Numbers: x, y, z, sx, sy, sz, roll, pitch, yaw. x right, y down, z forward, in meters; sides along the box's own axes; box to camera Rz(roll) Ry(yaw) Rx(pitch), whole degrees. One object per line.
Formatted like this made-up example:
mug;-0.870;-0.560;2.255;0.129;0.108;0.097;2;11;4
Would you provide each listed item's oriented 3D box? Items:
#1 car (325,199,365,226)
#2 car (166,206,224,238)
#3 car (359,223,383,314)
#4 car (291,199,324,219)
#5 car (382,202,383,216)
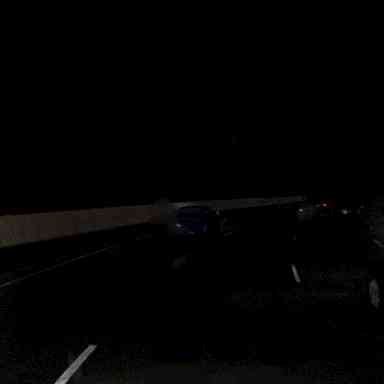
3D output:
car;10.790;1.350;23.158;2.097;1.767;4.553;0;0;27
car;0.297;1.476;18.020;1.882;1.535;5.008;0;0;21
car;4.134;1.477;4.481;1.882;1.535;5.008;0;0;6
car;10.049;1.561;29.196;1.994;1.385;4.181;0;0;29
car;19.422;1.350;31.771;2.097;1.767;4.553;0;0;29
